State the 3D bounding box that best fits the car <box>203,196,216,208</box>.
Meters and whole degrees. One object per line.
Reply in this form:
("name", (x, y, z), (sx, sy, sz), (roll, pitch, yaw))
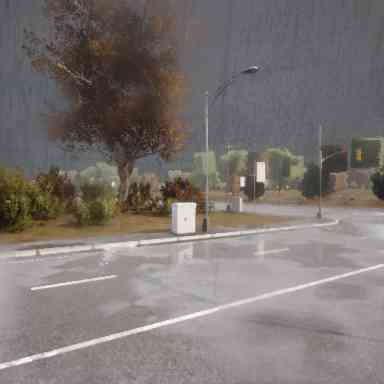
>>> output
("car", (1.396, 1.265, 47.737), (2.097, 1.767, 4.553), (0, 0, -33))
